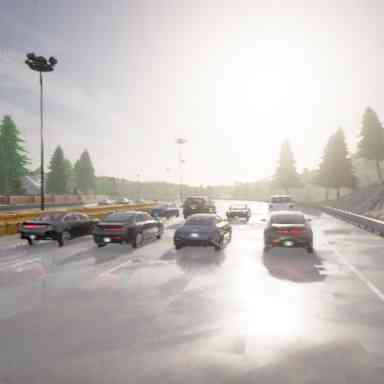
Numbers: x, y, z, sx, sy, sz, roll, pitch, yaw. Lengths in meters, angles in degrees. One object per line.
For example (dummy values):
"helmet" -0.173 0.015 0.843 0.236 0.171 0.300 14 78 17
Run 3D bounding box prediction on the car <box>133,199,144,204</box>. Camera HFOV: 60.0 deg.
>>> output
"car" -11.040 2.149 68.954 1.837 1.490 4.892 -1 0 2

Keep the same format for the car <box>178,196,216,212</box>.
"car" 0.741 1.417 29.979 2.150 2.045 5.566 -1 0 14

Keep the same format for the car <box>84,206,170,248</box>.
"car" -2.811 1.660 15.718 1.837 1.490 4.892 -1 0 14

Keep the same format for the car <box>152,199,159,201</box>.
"car" -7.539 2.190 68.972 1.895 1.301 4.718 -1 0 2

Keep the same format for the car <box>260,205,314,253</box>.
"car" 3.980 1.548 14.029 1.837 1.490 4.892 -1 0 14

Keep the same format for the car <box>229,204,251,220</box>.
"car" 4.167 1.745 29.228 1.895 1.301 4.718 -1 0 14

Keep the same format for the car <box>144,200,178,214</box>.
"car" -2.559 1.783 31.194 1.812 1.442 4.674 -1 0 14

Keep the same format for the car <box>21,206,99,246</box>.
"car" -6.209 1.702 16.558 2.128 1.511 4.902 -1 0 14

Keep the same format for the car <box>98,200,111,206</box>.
"car" -18.045 2.302 68.855 1.994 1.385 4.181 -1 0 2

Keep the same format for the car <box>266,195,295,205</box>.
"car" 7.532 1.304 28.283 2.150 2.045 5.566 -1 0 14

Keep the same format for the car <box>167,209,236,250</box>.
"car" 0.596 1.661 14.914 1.994 1.385 4.181 -1 0 14

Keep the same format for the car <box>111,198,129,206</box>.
"car" -14.546 2.051 68.935 2.097 1.767 4.553 -1 0 2
